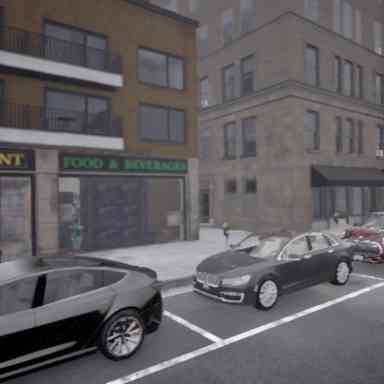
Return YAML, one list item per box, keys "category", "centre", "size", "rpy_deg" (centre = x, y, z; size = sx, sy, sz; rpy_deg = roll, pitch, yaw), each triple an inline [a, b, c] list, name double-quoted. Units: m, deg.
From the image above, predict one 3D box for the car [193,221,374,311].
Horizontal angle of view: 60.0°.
- category: "car"
  centre: [2.031, 1.548, 7.692]
  size: [4.403, 1.369, 2.008]
  rpy_deg: [-1, 0, -36]

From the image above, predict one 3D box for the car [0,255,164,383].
- category: "car"
  centre: [-2.423, 1.631, 4.437]
  size: [4.313, 1.339, 1.947]
  rpy_deg: [-1, 0, -36]

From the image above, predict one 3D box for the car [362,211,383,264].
- category: "car"
  centre: [6.485, 1.370, 10.949]
  size: [4.097, 1.590, 1.967]
  rpy_deg: [-1, 0, -36]
